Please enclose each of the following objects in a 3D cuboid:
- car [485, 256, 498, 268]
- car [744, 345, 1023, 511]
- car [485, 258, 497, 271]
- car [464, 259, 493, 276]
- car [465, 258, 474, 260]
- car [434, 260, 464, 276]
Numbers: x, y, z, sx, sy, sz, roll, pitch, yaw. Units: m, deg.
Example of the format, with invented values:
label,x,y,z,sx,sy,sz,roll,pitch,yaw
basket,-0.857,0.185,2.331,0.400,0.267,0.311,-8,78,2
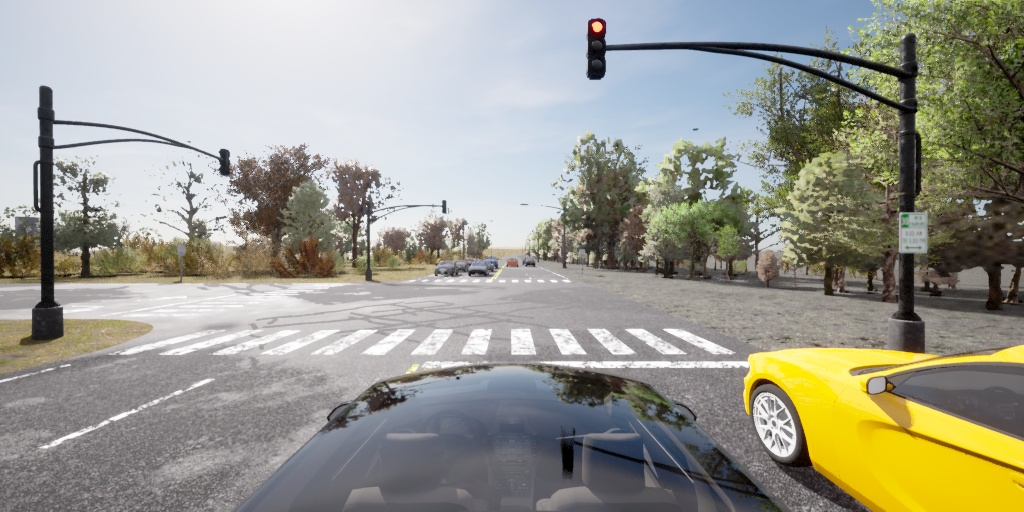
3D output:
label,x,y,z,sx,sy,sz,roll,pitch,yaw
car,-3.321,0.975,56.307,2.150,2.045,5.566,0,0,0
car,3.363,1.195,1.746,1.882,1.535,5.008,0,1,0
car,-3.330,1.315,45.922,1.994,1.385,4.181,0,0,0
car,-3.338,1.298,36.687,2.033,1.411,5.357,0,0,0
car,-6.581,1.243,45.753,2.128,1.511,4.902,0,0,0
car,-6.586,1.242,36.465,2.128,1.511,4.902,0,0,0
